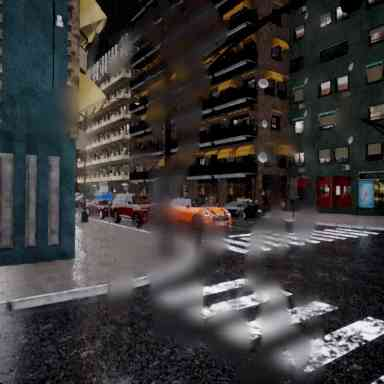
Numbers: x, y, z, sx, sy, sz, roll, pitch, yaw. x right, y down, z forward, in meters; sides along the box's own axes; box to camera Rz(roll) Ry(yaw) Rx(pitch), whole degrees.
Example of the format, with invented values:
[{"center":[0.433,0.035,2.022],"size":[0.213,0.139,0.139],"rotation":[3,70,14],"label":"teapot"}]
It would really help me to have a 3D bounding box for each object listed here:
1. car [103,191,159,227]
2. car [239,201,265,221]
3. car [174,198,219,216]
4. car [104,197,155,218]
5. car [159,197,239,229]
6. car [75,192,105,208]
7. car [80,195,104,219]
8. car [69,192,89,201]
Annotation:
[{"center":[-3.235,1.034,20.302],"size":[2.192,1.841,5.009],"rotation":[2,0,-36],"label":"car"},{"center":[3.569,1.354,25.183],"size":[1.947,1.339,4.313],"rotation":[2,0,-36],"label":"car"},{"center":[0.303,1.289,29.696],"size":[1.802,1.307,4.206],"rotation":[2,0,-36],"label":"car"},{"center":[-5.321,1.185,27.576],"size":[2.033,1.411,5.357],"rotation":[1,0,-36],"label":"car"},{"center":[0.277,1.127,19.885],"size":[2.097,1.767,4.553],"rotation":[1,0,-37],"label":"car"},{"center":[-11.202,1.018,35.712],"size":[1.812,1.442,4.674],"rotation":[1,1,-36],"label":"car"},{"center":[-6.507,1.183,24.814],"size":[1.887,1.381,4.507],"rotation":[2,0,-36],"label":"car"},{"center":[-19.293,0.770,56.770],"size":[1.887,1.381,4.507],"rotation":[2,0,-36],"label":"car"}]
